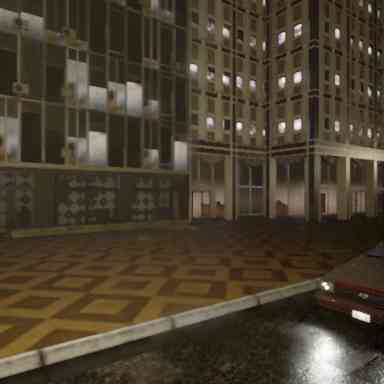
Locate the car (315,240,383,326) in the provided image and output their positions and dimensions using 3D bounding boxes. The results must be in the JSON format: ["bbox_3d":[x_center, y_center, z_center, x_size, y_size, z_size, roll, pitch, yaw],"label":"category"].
[{"bbox_3d":[4.811,1.539,6.704,5.357,1.411,2.033,0,0,-35],"label":"car"}]
